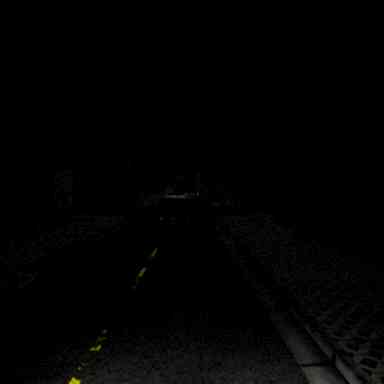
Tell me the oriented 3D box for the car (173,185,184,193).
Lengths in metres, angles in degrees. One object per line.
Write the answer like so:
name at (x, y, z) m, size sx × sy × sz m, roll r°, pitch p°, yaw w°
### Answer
car at (-2.761, -0.632, 69.932) m, size 2.097 × 1.767 × 4.553 m, roll 0°, pitch 2°, yaw 0°

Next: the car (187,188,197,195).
car at (-0.011, -0.213, 69.761) m, size 1.994 × 1.385 × 4.181 m, roll 0°, pitch 3°, yaw 0°
